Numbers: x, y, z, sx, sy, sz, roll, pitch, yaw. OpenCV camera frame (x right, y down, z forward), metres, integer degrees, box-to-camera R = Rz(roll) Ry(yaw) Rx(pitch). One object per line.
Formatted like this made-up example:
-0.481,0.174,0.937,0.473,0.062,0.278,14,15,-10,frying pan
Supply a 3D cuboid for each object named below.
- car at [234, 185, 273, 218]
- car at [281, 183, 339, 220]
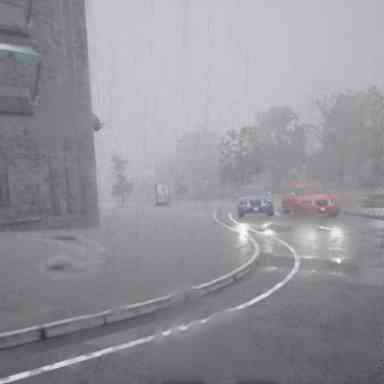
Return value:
4.205,0.566,23.253,2.150,2.045,5.566,-3,2,6,car
7.288,0.481,21.251,2.150,2.045,5.566,-4,2,1,car
